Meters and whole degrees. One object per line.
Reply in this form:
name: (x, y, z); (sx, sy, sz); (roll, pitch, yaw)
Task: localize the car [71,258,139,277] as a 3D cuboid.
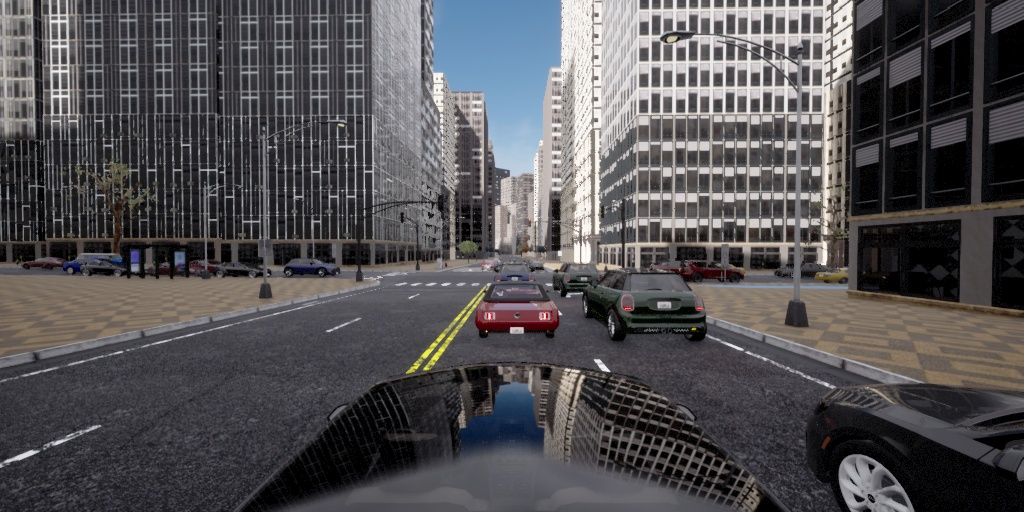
car: (-34.045, 1.069, 30.527); (4.313, 1.339, 1.948); (0, 0, 1)

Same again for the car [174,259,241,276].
car: (-27.959, 1.042, 33.027); (4.674, 1.442, 1.812); (1, 1, 1)

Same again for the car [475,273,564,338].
car: (0.112, 1.347, 10.104); (1.895, 1.301, 4.718); (0, 0, 0)

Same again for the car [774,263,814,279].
car: (28.473, 1.469, 35.140); (4.892, 1.490, 1.837); (0, 1, 1)

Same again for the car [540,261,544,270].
car: (3.447, 1.278, 51.588); (1.994, 1.385, 4.181); (0, 0, 0)

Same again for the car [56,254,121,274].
car: (-38.432, 0.898, 33.260); (5.008, 1.535, 1.882); (1, 1, 2)

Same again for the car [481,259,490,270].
car: (-3.241, 1.241, 50.572); (1.812, 1.442, 4.674); (0, 0, 0)

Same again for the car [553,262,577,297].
car: (3.379, 1.093, 18.945); (2.097, 1.767, 4.553); (0, 0, 0)

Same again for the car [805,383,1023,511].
car: (3.341, 1.255, 0.953); (1.837, 1.490, 4.892); (0, 0, 0)

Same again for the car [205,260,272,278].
car: (-22.681, 1.174, 30.199); (4.313, 1.339, 1.948); (0, 0, 1)

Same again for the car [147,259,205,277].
car: (-28.365, 1.138, 30.343); (4.207, 1.307, 1.802); (0, 0, 1)

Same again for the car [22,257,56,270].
car: (-50.902, 0.793, 39.335); (4.207, 1.307, 1.802); (0, 0, 1)

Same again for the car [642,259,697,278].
car: (15.469, 1.206, 35.421); (4.553, 1.767, 2.097); (1, 1, 2)

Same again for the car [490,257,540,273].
car: (0.130, 1.092, 19.097); (2.097, 1.767, 4.553); (0, 0, 0)

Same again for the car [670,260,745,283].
car: (16.243, 1.269, 29.599); (5.009, 1.841, 2.192); (0, 0, 1)

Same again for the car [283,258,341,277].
car: (-18.178, 0.957, 32.770); (4.553, 1.767, 2.097); (1, 1, 2)

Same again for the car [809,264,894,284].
car: (27.691, 1.579, 29.380); (4.829, 1.417, 1.751); (0, 0, 1)

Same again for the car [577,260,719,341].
car: (3.356, 1.098, 10.008); (2.097, 1.767, 4.553); (0, 0, 0)
